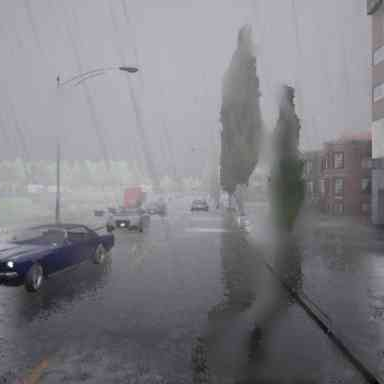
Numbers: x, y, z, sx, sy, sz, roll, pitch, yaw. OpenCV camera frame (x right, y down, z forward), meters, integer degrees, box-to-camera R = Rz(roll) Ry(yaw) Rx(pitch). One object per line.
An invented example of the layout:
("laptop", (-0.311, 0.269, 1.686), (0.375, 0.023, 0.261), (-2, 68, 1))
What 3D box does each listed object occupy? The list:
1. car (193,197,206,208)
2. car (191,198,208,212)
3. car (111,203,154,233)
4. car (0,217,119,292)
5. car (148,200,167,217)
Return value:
("car", (1.114, 1.545, 49.444), (1.812, 1.442, 4.674), (0, 0, 2))
("car", (0.915, 1.579, 39.473), (1.994, 1.385, 4.181), (0, 0, 2))
("car", (-3.669, 1.571, 19.699), (1.994, 1.385, 4.181), (0, 0, 1))
("car", (-4.020, 1.605, 9.233), (1.895, 1.301, 4.718), (0, 0, 13))
("car", (-3.401, 1.519, 31.348), (1.837, 1.490, 4.892), (0, -1, 2))
